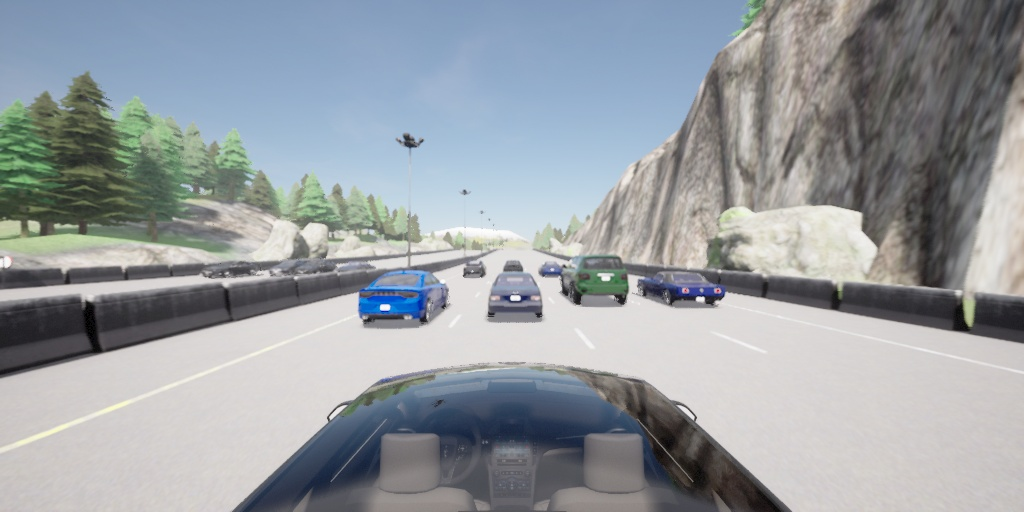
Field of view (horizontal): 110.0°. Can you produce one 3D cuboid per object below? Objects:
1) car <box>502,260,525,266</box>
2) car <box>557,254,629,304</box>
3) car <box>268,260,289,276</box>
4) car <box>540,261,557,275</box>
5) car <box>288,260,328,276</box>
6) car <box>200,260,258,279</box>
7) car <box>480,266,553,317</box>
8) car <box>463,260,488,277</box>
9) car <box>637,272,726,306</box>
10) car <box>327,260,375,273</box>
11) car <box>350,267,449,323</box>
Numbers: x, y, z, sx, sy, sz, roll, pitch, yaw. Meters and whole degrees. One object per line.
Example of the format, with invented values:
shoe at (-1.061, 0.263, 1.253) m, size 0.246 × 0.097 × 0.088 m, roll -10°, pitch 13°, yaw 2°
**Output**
car at (0.112, 1.113, 33.397) m, size 1.837 × 1.490 × 4.892 m, roll 0°, pitch 1°, yaw 0°
car at (3.606, 0.951, 16.446) m, size 2.150 × 2.045 × 5.566 m, roll 0°, pitch 0°, yaw 0°
car at (-21.079, 1.125, 34.357) m, size 1.812 × 1.442 × 4.674 m, roll 0°, pitch 1°, yaw 0°
car at (3.612, 1.167, 33.950) m, size 1.994 × 1.385 × 4.181 m, roll 0°, pitch 1°, yaw 0°
car at (-17.581, 1.123, 32.434) m, size 1.837 × 1.490 × 4.892 m, roll 0°, pitch 1°, yaw 0°
car at (-24.583, 1.134, 31.369) m, size 1.837 × 1.490 × 4.892 m, roll 0°, pitch 1°, yaw 0°
car at (0.105, 1.289, 13.187) m, size 2.033 × 1.411 × 5.357 m, roll 0°, pitch 0°, yaw 0°
car at (-3.388, 1.101, 33.276) m, size 2.128 × 1.511 × 4.902 m, roll 0°, pitch 1°, yaw 0°
car at (7.106, 1.333, 15.731) m, size 1.895 × 1.301 × 4.718 m, roll 0°, pitch 0°, yaw 0°
car at (-14.084, 1.165, 32.449) m, size 2.033 × 1.411 × 5.357 m, roll 0°, pitch 1°, yaw 0°
car at (-3.395, 1.222, 12.076) m, size 1.882 × 1.535 × 5.008 m, roll 0°, pitch 0°, yaw 0°
